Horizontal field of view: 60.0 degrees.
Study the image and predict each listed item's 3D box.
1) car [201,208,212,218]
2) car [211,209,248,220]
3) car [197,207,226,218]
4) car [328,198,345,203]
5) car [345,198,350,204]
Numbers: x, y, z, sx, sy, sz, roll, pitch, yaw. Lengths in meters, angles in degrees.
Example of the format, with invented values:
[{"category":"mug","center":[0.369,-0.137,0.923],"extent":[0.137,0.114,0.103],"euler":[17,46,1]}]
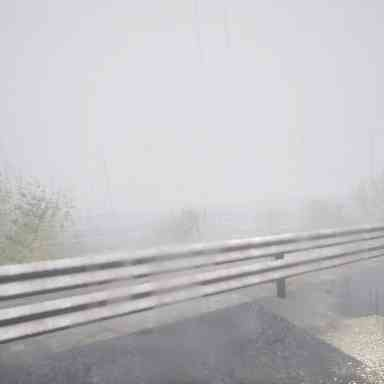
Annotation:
[{"category":"car","center":[4.510,3.367,52.015],"extent":[5.008,1.535,1.882],"euler":[-4,2,-21]},{"category":"car","center":[5.832,3.437,48.775],"extent":[4.902,1.511,2.128],"euler":[-4,2,-21]},{"category":"car","center":[3.218,3.395,55.269],"extent":[4.181,1.385,1.994],"euler":[-4,2,-21]},{"category":"car","center":[28.371,1.752,60.997],"extent":[5.357,1.411,2.033],"euler":[-4,2,-20]},{"category":"car","center":[29.595,1.622,57.713],"extent":[4.553,1.767,2.097],"euler":[-4,2,-20]}]
